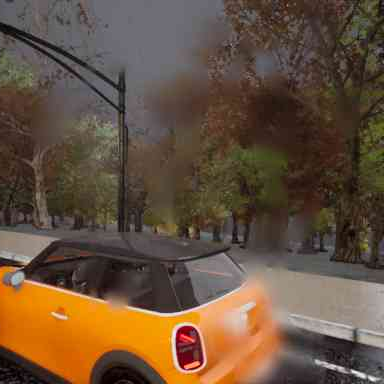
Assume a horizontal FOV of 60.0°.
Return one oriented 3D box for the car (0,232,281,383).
[{"bbox_3d":[-1.239,1.351,4.581,4.553,1.767,2.097,0,0,36],"label":"car"}]
